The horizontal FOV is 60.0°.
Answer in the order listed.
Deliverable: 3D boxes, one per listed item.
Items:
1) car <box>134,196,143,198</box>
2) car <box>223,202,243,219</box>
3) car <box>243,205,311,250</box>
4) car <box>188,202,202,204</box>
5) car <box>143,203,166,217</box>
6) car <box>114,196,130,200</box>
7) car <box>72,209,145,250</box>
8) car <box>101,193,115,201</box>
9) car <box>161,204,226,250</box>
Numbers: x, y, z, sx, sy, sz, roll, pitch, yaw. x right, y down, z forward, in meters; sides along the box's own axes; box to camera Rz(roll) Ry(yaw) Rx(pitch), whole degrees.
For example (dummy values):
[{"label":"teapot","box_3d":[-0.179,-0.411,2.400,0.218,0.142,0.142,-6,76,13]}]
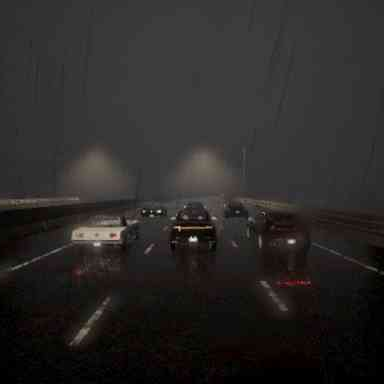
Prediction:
[{"label":"car","box_3d":[-12.275,1.634,77.022,1.812,1.442,4.674,0,0,2]},{"label":"car","box_3d":[3.754,1.597,29.161,1.994,1.385,4.181,0,0,1]},{"label":"car","box_3d":[3.563,1.522,14.267,1.837,1.490,4.892,0,0,0]},{"label":"car","box_3d":[0.255,1.587,29.221,2.033,1.411,5.357,0,0,1]},{"label":"car","box_3d":[-3.245,1.640,29.311,1.895,1.301,4.718,0,0,1]},{"label":"car","box_3d":[-15.771,1.633,77.186,2.128,1.511,4.902,0,0,2]},{"label":"car","box_3d":[-3.437,1.621,14.356,1.895,1.301,4.718,0,0,0]},{"label":"car","box_3d":[-19.268,1.331,77.320,2.150,2.045,5.566,0,0,2]},{"label":"car","box_3d":[0.063,1.500,14.296,2.128,1.511,4.902,0,0,0]}]
